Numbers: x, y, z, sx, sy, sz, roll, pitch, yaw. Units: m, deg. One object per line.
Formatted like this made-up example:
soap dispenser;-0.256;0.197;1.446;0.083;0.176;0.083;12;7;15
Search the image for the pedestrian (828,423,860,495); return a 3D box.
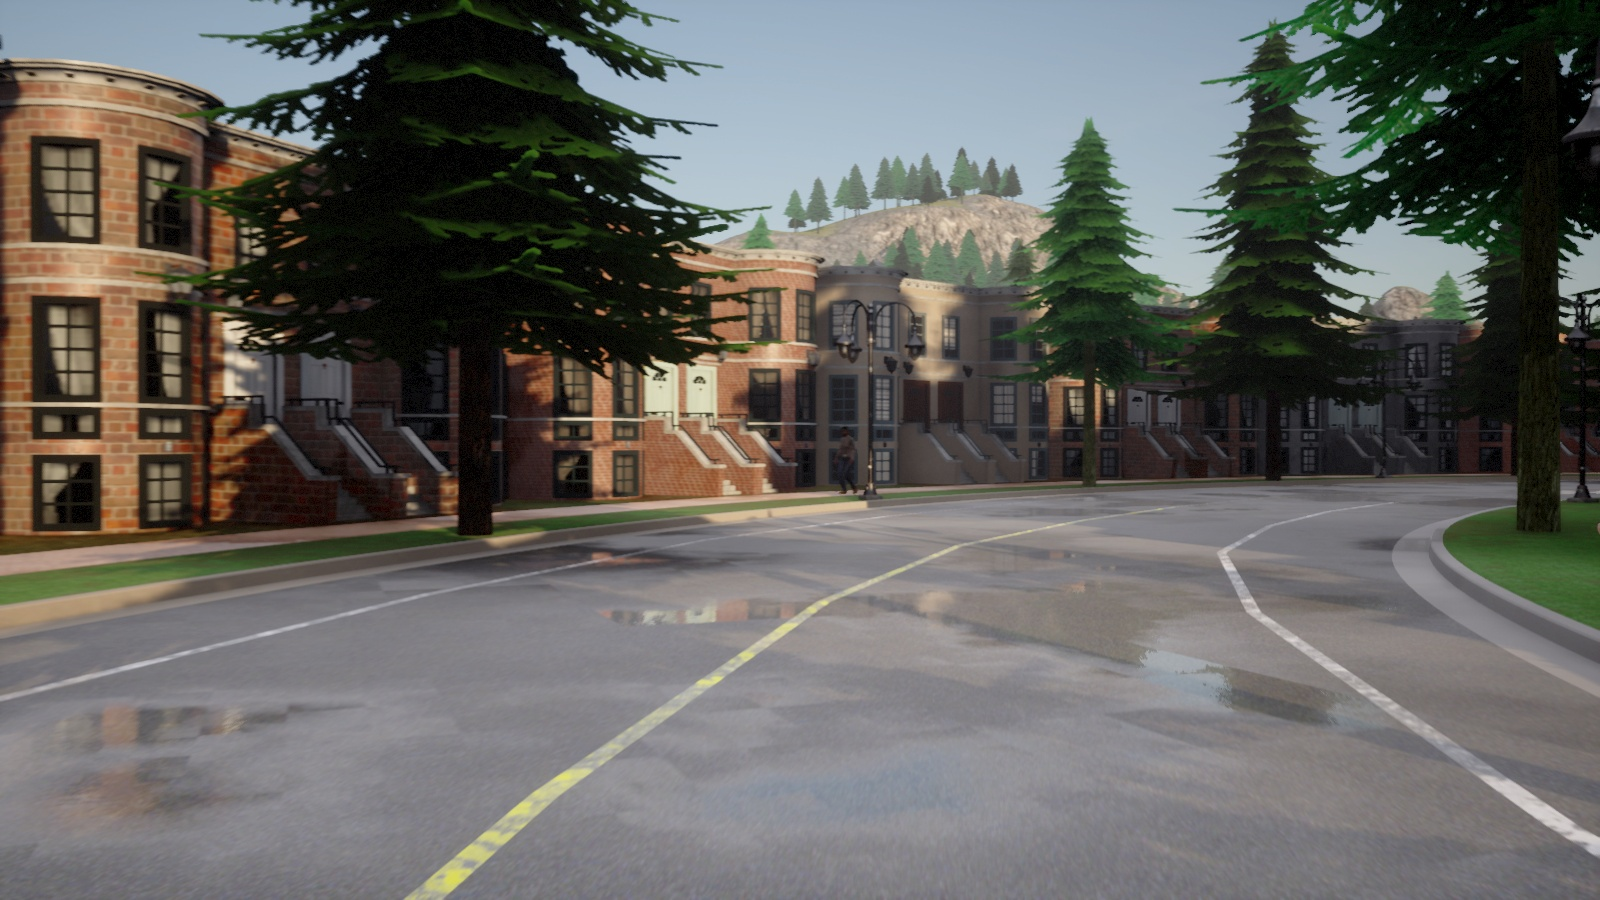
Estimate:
pedestrian;1.128;0.223;32.220;0.328;1.805;0.869;0;0;42
